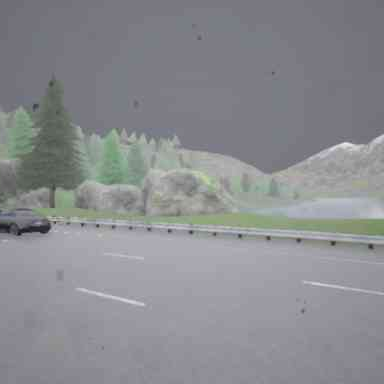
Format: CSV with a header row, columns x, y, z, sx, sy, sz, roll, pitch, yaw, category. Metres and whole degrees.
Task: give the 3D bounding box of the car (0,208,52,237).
x,y,z,sx,sy,sz,roll,pitch,yaw,category
-9.660,1.573,18.076,4.181,1.385,1.994,0,0,28,car
